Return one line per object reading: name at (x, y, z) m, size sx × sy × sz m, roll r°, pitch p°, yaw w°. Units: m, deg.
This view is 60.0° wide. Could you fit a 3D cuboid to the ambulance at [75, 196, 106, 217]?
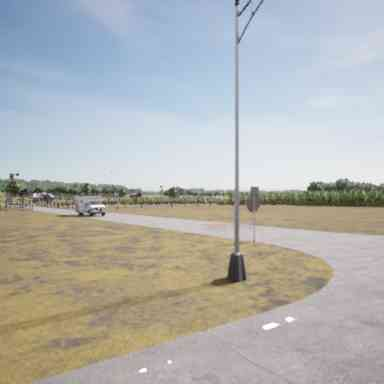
ambulance at (-12.901, 1.788, 42.225) m, size 2.351 × 2.431 × 6.366 m, roll 0°, pitch -1°, yaw -35°
